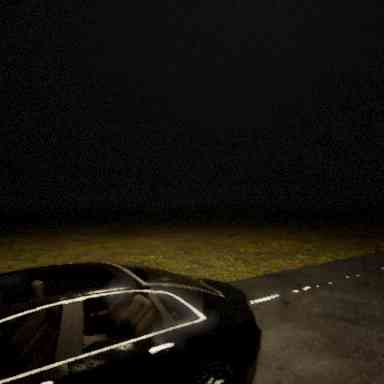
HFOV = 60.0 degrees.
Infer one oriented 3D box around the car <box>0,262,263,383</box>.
[{"bbox_3d":[-1.502,1.508,2.920,4.892,1.490,1.837,1,0,-35],"label":"car"}]
